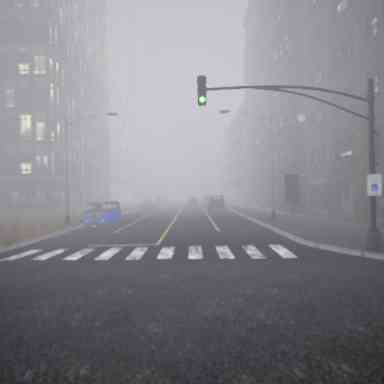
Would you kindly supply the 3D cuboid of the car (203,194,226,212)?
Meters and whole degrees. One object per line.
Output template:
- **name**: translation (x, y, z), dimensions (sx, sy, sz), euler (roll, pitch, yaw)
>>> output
- **car**: translation (2.707, 1.296, 37.980), dimensions (2.192, 1.841, 5.009), euler (-1, 0, 0)

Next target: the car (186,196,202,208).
- **car**: translation (0.134, 1.587, 50.171), dimensions (1.812, 1.442, 4.674), euler (-1, 0, 0)

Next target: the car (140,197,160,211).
- **car**: translation (-5.661, 1.693, 43.368), dimensions (1.752, 1.417, 4.829), euler (-1, 0, 0)

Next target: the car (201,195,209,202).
- **car**: translation (3.072, 1.579, 80.898), dimensions (1.837, 1.490, 4.892), euler (-1, 0, 0)

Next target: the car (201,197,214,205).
- **car**: translation (2.738, 1.580, 60.182), dimensions (2.008, 1.369, 4.403), euler (-1, 0, 0)

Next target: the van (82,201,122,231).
- **van**: translation (-5.690, 1.464, 21.335), dimensions (1.690, 1.788, 3.998), euler (-1, 0, 0)

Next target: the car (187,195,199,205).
- **car**: translation (0.146, 1.437, 60.859), dimensions (2.097, 1.767, 4.553), euler (-1, 0, 0)

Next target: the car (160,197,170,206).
- **car**: translation (-5.643, 1.645, 60.191), dimensions (1.967, 1.590, 4.097), euler (-1, 0, 0)

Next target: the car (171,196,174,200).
- **car**: translation (-5.628, 1.783, 71.293), dimensions (2.008, 1.369, 4.403), euler (-1, 0, 0)

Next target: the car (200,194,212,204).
- **car**: translation (2.739, 1.357, 65.734), dimensions (2.192, 1.841, 5.009), euler (-1, 0, 0)
